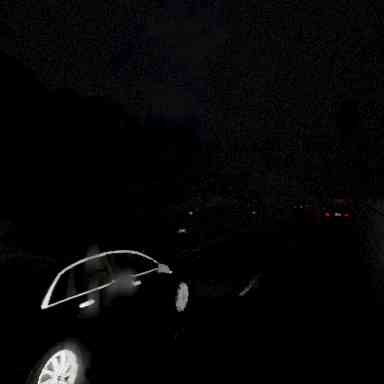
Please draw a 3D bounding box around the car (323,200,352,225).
[{"bbox_3d":[10.559,1.544,24.142,2.033,1.411,5.357,0,0,24],"label":"car"}]

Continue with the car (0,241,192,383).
[{"bbox_3d":[-1.609,1.506,5.018,1.837,1.490,4.892,0,0,24],"label":"car"}]

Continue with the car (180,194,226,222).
[{"bbox_3d":[1.048,1.217,27.248,2.150,2.045,5.566,0,0,24],"label":"car"}]

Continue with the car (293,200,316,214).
[{"bbox_3d":[11.745,1.512,34.723,2.033,1.411,5.357,0,0,25],"label":"car"}]

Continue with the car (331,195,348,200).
[{"bbox_3d":[20.495,1.244,46.242,2.097,1.767,4.553,0,0,24],"label":"car"}]
